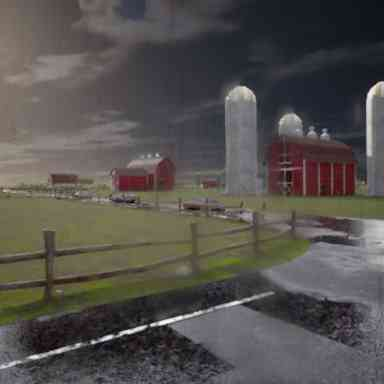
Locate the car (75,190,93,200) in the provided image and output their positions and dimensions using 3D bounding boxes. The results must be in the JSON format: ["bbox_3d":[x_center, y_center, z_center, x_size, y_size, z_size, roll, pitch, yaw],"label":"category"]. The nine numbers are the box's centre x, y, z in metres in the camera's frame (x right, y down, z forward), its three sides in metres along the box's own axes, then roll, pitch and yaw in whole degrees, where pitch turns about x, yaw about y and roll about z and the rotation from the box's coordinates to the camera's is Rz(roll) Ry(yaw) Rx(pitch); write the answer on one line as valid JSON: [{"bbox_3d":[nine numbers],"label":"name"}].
[{"bbox_3d":[-18.169,0.518,55.856,1.837,1.490,4.892,-1,1,-36],"label":"car"}]

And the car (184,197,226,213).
[{"bbox_3d":[1.072,1.104,29.153,1.994,1.385,4.181,-1,2,-37],"label":"car"}]

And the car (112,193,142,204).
[{"bbox_3d":[-8.281,0.832,42.042,2.033,1.411,5.357,-1,2,-36],"label":"car"}]
